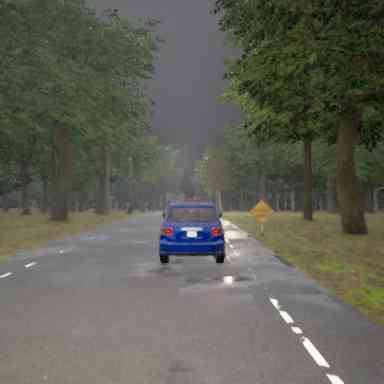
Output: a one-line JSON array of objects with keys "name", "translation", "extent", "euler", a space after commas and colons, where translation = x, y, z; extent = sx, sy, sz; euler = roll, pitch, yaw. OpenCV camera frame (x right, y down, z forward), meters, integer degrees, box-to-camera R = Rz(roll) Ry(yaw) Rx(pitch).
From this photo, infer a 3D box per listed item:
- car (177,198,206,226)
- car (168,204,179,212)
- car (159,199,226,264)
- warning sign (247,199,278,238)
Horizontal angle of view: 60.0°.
[{"name": "car", "translation": [0.011, 1.567, 27.639], "extent": [2.150, 2.045, 5.566], "euler": [0, -1, 0]}, {"name": "car", "translation": [-3.518, 3.105, 65.386], "extent": [1.882, 1.535, 5.008], "euler": [0, -2, 0]}, {"name": "car", "translation": [0.011, 1.364, 12.598], "extent": [2.150, 2.045, 5.566], "euler": [0, 0, 0]}, {"name": "warning sign", "translation": [3.532, 1.300, 16.809], "extent": [1.300, 1.860, 1.060], "euler": [-1, -2, 0]}]
